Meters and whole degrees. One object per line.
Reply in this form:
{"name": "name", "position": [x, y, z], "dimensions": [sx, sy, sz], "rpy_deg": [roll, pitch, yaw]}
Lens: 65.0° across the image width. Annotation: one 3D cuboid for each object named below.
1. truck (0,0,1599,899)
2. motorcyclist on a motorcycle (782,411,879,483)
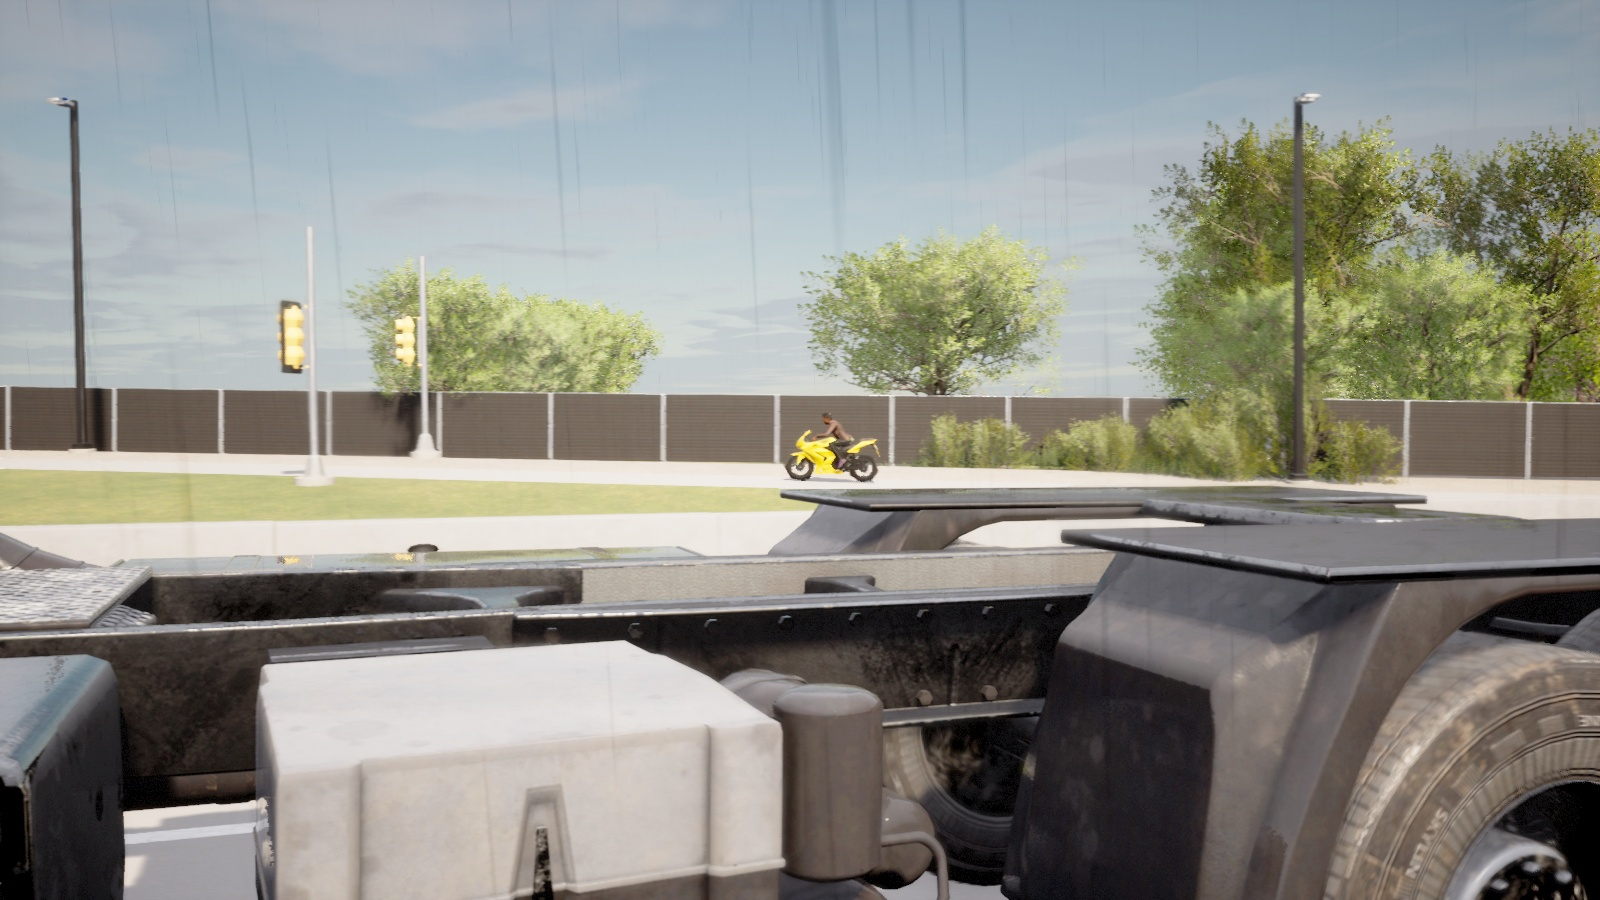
{"name": "truck", "position": [-0.493, -0.228, 3.040], "dimensions": [7.936, 3.462, 2.891], "rpy_deg": [-1, 1, -21]}
{"name": "motorcyclist on a motorcycle", "position": [0.676, -0.076, 27.287], "dimensions": [2.044, 1.523, 0.797], "rpy_deg": [0, 2, 6]}
